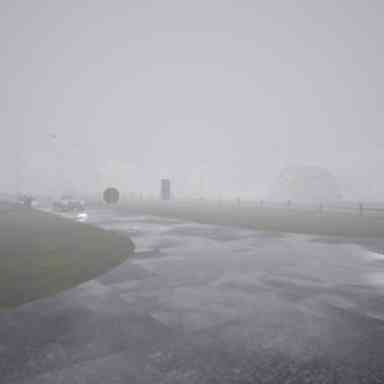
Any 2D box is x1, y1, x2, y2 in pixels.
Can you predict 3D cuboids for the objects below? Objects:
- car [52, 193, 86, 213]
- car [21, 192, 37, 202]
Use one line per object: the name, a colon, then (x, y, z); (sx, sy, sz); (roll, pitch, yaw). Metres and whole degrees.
car: (-11.663, 0.951, 31.427); (2.097, 1.767, 4.553); (0, 1, -35)
car: (-24.984, 0.772, 50.555); (2.033, 1.411, 5.357); (0, 1, -35)
